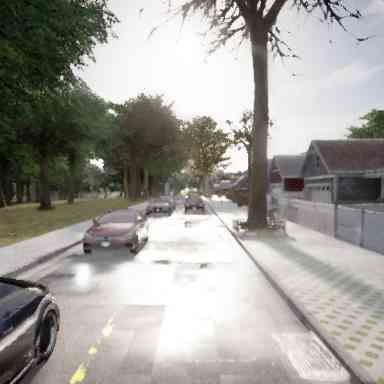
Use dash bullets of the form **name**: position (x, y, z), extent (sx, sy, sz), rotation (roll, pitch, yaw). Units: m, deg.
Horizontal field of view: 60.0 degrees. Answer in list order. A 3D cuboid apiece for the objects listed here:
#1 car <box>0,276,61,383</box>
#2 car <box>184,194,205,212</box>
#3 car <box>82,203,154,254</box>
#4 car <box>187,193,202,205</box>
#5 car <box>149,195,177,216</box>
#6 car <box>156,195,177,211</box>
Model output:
- **car**: position (-2.840, 1.544, 2.995), extent (1.994, 1.385, 4.181), rotation (0, 0, 0)
- **car**: position (0.241, 1.169, 32.334), extent (1.895, 1.301, 4.718), rotation (0, 1, 0)
- **car**: position (-2.785, 1.394, 13.079), extent (1.812, 1.442, 4.674), rotation (0, 1, 0)
- **car**: position (0.299, 0.928, 45.775), extent (1.994, 1.385, 4.181), rotation (0, 1, 0)
- **car**: position (-2.646, 1.197, 28.001), extent (1.994, 1.385, 4.181), rotation (0, 1, 1)
- **car**: position (-2.600, 1.054, 34.588), extent (1.812, 1.442, 4.674), rotation (0, 1, 0)
